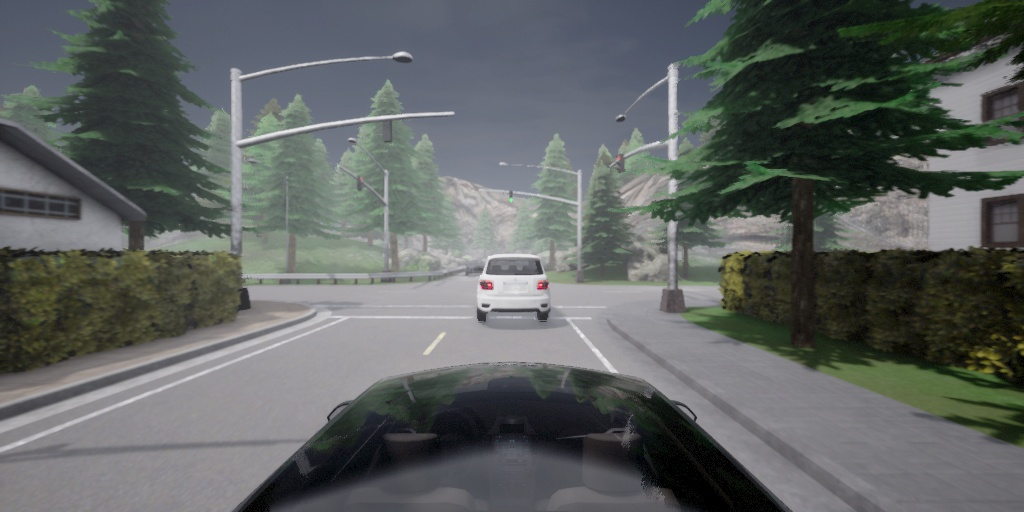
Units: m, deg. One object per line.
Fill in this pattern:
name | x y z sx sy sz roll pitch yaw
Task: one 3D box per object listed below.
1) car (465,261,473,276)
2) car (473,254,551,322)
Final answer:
car | -3.606 1.195 36.366 1.837 1.490 4.892 0 0 0
car | -0.102 0.953 12.370 2.150 2.045 5.566 0 0 -4
